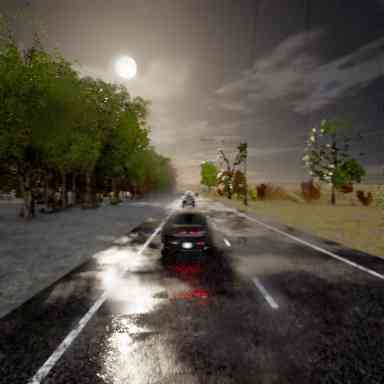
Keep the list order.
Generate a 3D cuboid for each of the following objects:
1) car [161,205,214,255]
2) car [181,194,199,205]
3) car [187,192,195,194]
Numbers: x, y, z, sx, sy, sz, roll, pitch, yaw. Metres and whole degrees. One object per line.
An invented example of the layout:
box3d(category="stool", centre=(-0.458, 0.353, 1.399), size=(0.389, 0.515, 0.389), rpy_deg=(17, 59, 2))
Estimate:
box3d(category="car", centre=(-0.173, 1.488, 13.252), size=(1.837, 1.490, 4.892), rpy_deg=(0, 0, -1))
box3d(category="car", centre=(-0.506, 1.414, 49.207), size=(2.128, 1.511, 4.902), rpy_deg=(0, 0, -1))
box3d(category="car", centre=(-0.813, 1.394, 82.253), size=(1.994, 1.385, 4.181), rpy_deg=(0, 0, -1))
